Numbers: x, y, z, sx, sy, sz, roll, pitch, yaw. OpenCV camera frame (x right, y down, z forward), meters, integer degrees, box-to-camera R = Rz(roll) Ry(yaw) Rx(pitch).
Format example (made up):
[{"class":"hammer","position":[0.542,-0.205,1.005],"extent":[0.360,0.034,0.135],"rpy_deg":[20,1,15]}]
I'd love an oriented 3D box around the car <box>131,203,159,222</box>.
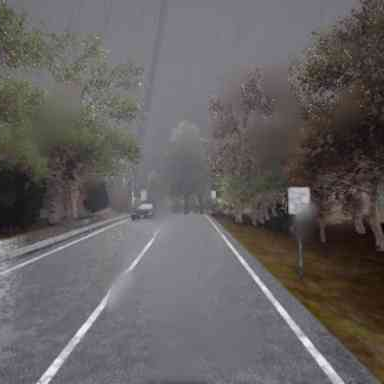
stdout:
[{"class":"car","position":[-3.836,1.627,27.710],"extent":[1.812,1.442,4.674],"rpy_deg":[0,-1,0]}]
